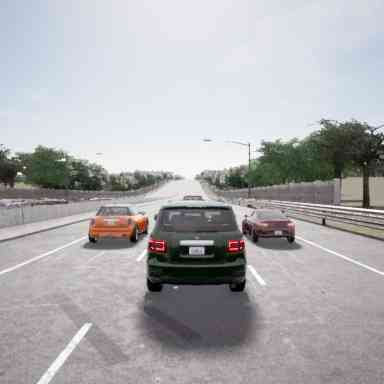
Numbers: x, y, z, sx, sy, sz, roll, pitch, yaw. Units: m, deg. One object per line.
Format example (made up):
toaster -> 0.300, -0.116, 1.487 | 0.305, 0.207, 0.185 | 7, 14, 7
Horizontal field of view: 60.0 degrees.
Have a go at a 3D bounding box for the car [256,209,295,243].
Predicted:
car -> 3.584, 1.526, 16.075 | 1.812, 1.442, 4.674 | 0, 0, 0

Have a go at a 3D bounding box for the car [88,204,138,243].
car -> -3.420, 1.352, 16.308 | 2.097, 1.767, 4.553 | 0, 0, 1

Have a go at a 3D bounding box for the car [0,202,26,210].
car -> -14.124, 1.510, 24.728 | 2.128, 1.511, 4.902 | 0, 0, 0

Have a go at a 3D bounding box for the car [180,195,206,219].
car -> 0.069, 1.264, 30.583 | 2.150, 2.045, 5.566 | 0, 0, 0

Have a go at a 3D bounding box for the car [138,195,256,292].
car -> 0.091, 1.218, 9.078 | 2.150, 2.045, 5.566 | 0, 0, 0
